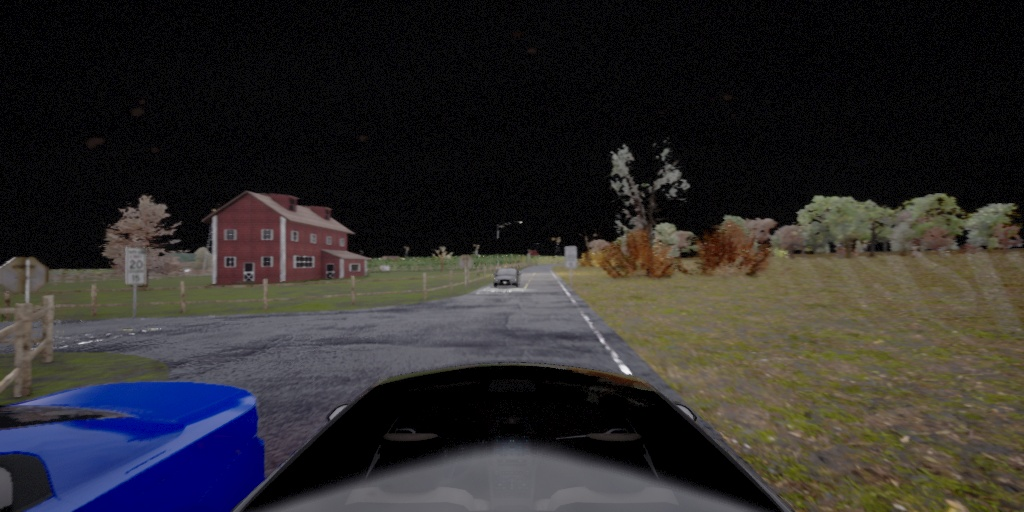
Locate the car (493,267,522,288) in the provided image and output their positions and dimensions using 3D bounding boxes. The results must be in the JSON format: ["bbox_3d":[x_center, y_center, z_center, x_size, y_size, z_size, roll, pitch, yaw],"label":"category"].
[{"bbox_3d":[-0.299,1.625,27.565,1.837,1.490,4.892,-1,0,5],"label":"car"}]

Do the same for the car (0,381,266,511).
[{"bbox_3d":[-2.661,1.235,0.219,1.882,1.535,5.008,-1,-1,5],"label":"car"}]
